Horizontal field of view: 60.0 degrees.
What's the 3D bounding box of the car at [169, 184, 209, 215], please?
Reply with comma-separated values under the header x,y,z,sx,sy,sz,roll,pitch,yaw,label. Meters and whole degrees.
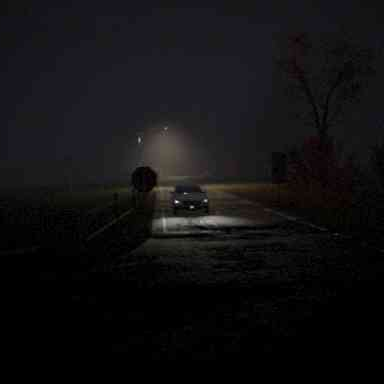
x,y,z,sx,sy,sz,roll,pitch,yaw,label
-0.234,0.296,18.164,1.812,1.442,4.674,-2,4,-6,car
